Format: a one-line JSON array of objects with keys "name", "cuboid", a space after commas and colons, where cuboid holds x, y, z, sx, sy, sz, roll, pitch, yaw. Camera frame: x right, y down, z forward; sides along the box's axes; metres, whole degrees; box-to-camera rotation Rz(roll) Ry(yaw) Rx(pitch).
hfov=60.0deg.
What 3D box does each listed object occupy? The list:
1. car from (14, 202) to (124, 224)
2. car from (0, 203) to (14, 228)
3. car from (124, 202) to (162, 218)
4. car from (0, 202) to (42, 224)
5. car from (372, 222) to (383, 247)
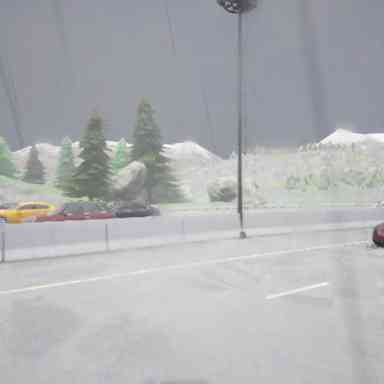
[{"name": "car", "cuboid": [-6.082, 1.303, 16.588, 4.553, 1.767, 2.097, 0, 0, -33]}, {"name": "car", "cuboid": [-10.798, 1.417, 21.868, 5.008, 1.535, 1.882, 0, 0, -33]}, {"name": "car", "cuboid": [-4.385, 1.442, 21.858, 4.892, 1.490, 1.837, 0, 0, -32]}, {"name": "car", "cuboid": [-13.421, 1.498, 24.315, 4.181, 1.385, 1.994, 0, 0, -34]}, {"name": "car", "cuboid": [9.207, 1.514, 13.341, 4.181, 1.385, 1.994, 0, 0, -29]}]
